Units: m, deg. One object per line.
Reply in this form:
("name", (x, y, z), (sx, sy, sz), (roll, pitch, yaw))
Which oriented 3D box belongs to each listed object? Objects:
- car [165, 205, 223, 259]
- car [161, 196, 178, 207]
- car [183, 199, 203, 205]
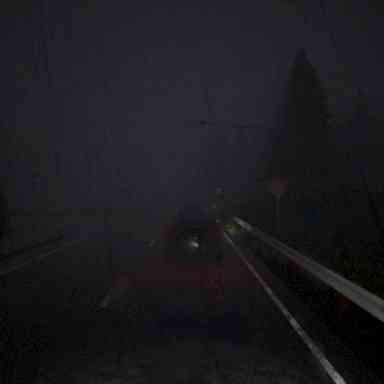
("car", (0.084, 1.479, 12.636), (1.882, 1.535, 5.008), (0, 0, 0))
("car", (-3.577, 1.605, 49.453), (1.895, 1.301, 4.718), (0, 0, 0))
("car", (0.100, 1.481, 33.647), (1.882, 1.535, 5.008), (0, 0, 0))
